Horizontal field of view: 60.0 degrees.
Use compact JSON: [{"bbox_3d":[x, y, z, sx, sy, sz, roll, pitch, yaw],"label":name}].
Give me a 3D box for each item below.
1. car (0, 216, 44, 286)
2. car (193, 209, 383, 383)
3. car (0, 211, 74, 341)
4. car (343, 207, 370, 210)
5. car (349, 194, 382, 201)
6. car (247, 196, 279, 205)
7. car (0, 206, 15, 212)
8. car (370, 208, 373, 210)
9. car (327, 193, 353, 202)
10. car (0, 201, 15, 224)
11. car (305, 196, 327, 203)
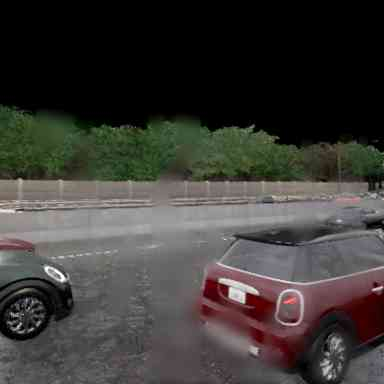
[{"bbox_3d":[-6.369,1.478,7.800,5.008,1.535,1.882,0,0,-35],"label":"car"},{"bbox_3d":[2.307,1.342,5.507,4.553,1.767,2.097,0,0,-35],"label":"car"},{"bbox_3d":[-4.232,1.353,5.024,4.553,1.767,2.097,0,0,-36],"label":"car"},{"bbox_3d":[9.600,1.528,19.132,4.181,1.385,1.994,0,0,-35],"label":"car"},{"bbox_3d":[21.750,1.265,40.738,4.892,1.490,1.837,-1,1,-35],"label":"car"},{"bbox_3d":[9.634,1.367,45.073,4.892,1.490,1.837,-1,0,-35],"label":"car"},{"bbox_3d":[-13.298,1.522,20.298,4.674,1.442,1.812,0,0,-35],"label":"car"},{"bbox_3d":[10.855,1.458,15.733,4.902,1.511,2.128,0,0,-35],"label":"car"},{"bbox_3d":[20.536,1.095,44.155,4.553,1.767,2.097,-1,1,-35],"label":"car"},{"bbox_3d":[-15.311,1.473,23.161,5.008,1.535,1.882,0,0,-35],"label":"car"},{"bbox_3d":[18.100,1.298,46.725,5.357,1.411,2.033,-1,1,-35],"label":"car"}]
